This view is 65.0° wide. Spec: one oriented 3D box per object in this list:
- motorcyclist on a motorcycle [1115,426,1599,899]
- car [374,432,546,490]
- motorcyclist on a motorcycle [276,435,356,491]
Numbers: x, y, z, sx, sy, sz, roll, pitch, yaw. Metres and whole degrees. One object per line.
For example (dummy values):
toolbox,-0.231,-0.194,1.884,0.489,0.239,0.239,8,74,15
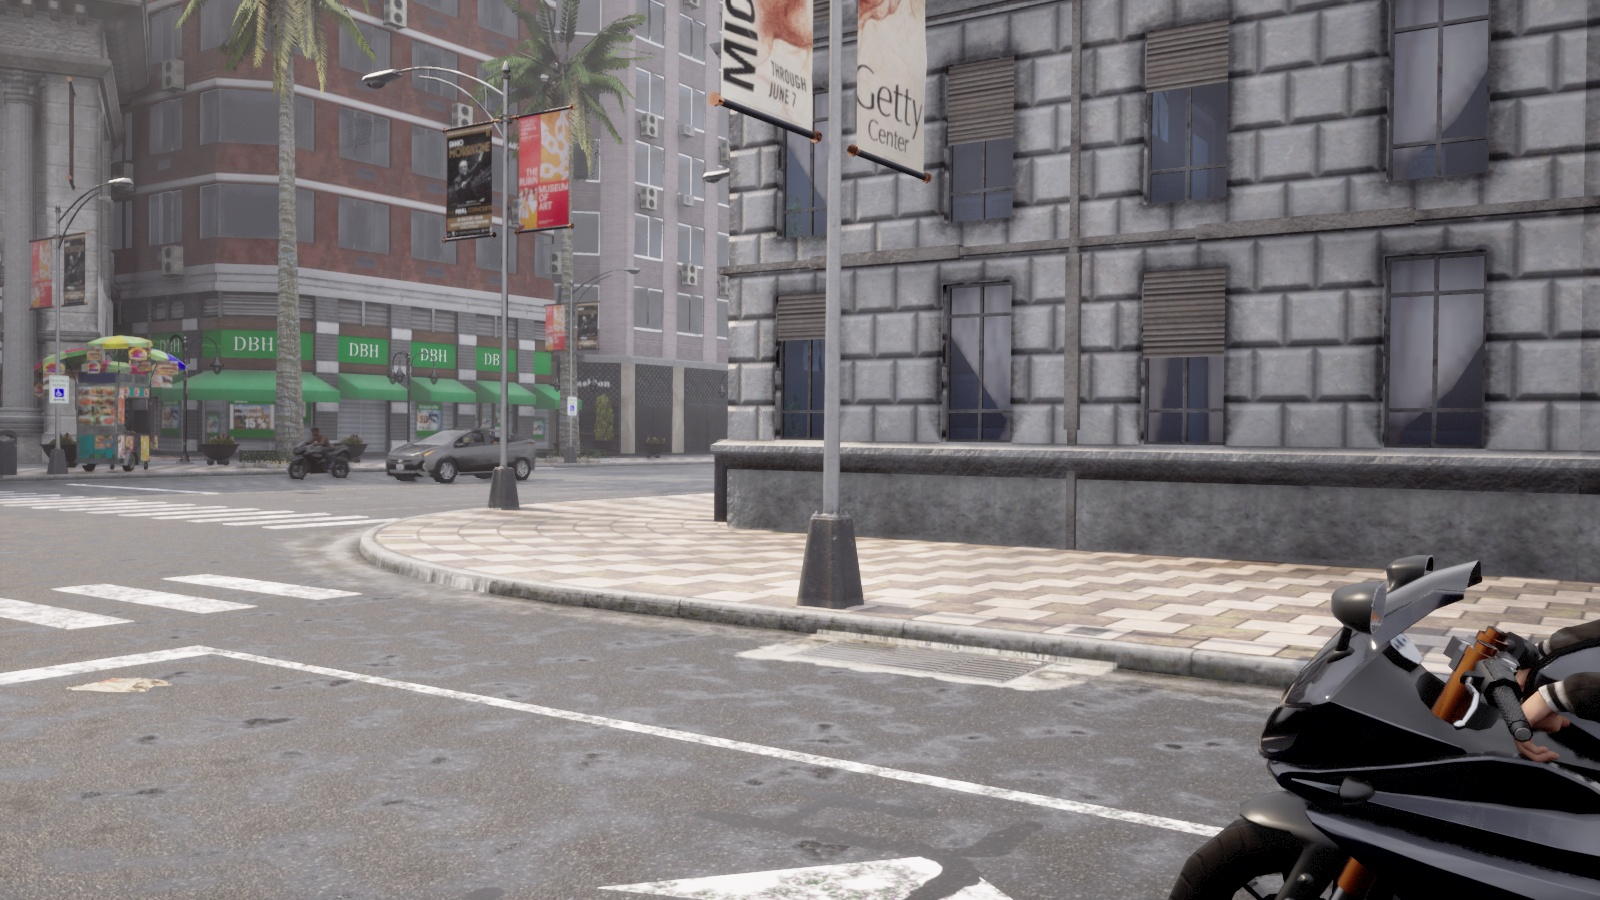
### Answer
motorcyclist on a motorcycle,1.824,0.717,2.412,2.191,1.530,0.866,0,1,34
car,-9.637,0.275,35.921,2.007,1.525,4.514,0,1,34
motorcyclist on a motorcycle,-13.816,0.347,35.907,0.797,1.523,2.044,0,1,34
